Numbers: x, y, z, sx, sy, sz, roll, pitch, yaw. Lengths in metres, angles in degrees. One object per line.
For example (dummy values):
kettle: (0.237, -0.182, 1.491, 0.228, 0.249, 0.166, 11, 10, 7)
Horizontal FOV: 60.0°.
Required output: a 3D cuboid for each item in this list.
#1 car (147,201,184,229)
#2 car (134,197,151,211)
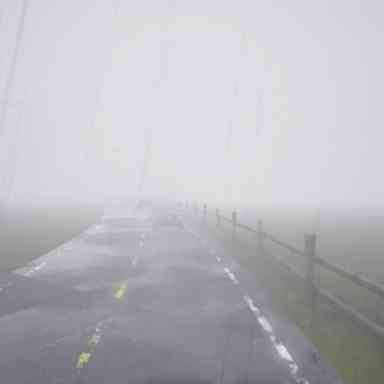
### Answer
car: (-1.649, 1.518, 21.275, 2.033, 1.411, 5.357, 0, 0, -9)
car: (-5.806, 1.412, 39.794, 1.837, 1.490, 4.892, 0, 0, -16)
